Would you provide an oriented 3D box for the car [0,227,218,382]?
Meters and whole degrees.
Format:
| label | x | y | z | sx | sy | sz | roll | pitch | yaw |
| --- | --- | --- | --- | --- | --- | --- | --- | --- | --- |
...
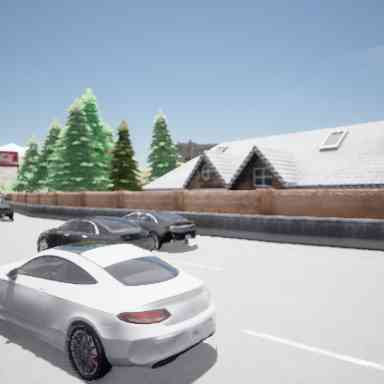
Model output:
| label | x | y | z | sx | sy | sz | roll | pitch | yaw |
| --- | --- | --- | --- | --- | --- | --- | --- | --- | --- |
| car | -1.780 | 1.557 | 5.474 | 4.674 | 1.442 | 1.812 | 0 | 0 | 37 |

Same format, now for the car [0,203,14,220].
| label | x | y | z | sx | sy | sz | roll | pitch | yaw |
| --- | --- | --- | --- | --- | --- | --- | --- | --- | --- |
| car | -17.251 | 1.711 | 29.435 | 1.837 | 1.490 | 4.892 | 0 | -1 | -42 |

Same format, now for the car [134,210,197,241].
| label | x | y | z | sx | sy | sz | roll | pitch | yaw |
| --- | --- | --- | --- | --- | --- | --- | --- | --- | --- |
| car | -2.011 | 1.562 | 14.640 | 4.902 | 1.511 | 2.128 | 0 | 0 | 40 |

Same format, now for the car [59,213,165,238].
| label | x | y | z | sx | sy | sz | roll | pitch | yaw |
| --- | --- | --- | --- | --- | --- | --- | --- | --- | --- |
| car | -3.390 | 1.568 | 11.236 | 4.892 | 1.490 | 1.837 | 0 | 0 | 39 |
